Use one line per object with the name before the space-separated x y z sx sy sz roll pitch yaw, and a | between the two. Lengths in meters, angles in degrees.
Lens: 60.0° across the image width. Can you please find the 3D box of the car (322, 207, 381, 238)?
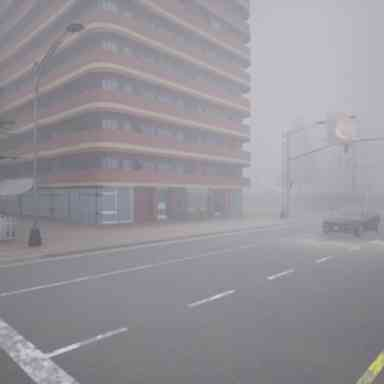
car | 9.069 1.589 18.725 1.882 1.535 5.008 0 -1 44
